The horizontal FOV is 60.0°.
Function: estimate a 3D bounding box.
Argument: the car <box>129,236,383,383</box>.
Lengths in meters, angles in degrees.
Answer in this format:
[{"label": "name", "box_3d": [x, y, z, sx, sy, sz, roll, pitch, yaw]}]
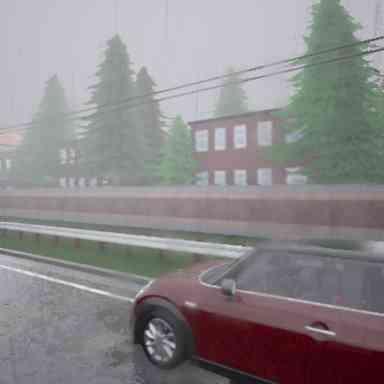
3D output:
[{"label": "car", "box_3d": [1.320, 1.354, 4.217, 4.553, 1.767, 2.097, 0, 0, 36]}]
